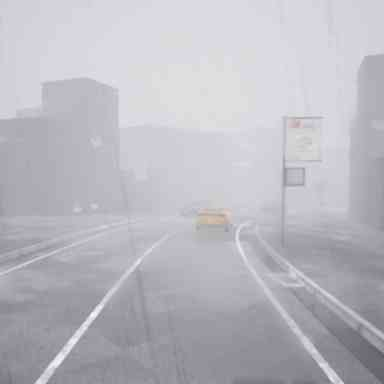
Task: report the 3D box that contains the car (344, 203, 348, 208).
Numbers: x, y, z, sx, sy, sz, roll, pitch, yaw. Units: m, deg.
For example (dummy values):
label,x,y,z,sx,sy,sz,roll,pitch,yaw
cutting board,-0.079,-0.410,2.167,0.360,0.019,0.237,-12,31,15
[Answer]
label,x,y,z,sx,sy,sz,roll,pitch,yaw
car,29.584,2.354,59.634,4.718,1.301,1.895,2,3,-22

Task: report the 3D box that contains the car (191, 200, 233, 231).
label,x,y,z,sx,sy,sz,roll,pitch,yaw
car,1.510,1.512,20.974,1.882,1.535,5.008,0,0,11

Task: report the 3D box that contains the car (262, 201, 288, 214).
label,x,y,z,sx,sy,sz,roll,pitch,yaw
car,9.948,1.786,39.736,1.994,1.385,4.181,3,1,35

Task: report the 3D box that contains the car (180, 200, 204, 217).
label,x,y,z,sx,sy,sz,roll,pitch,yaw
car,0.565,1.494,30.438,1.837,1.490,4.892,1,0,23
